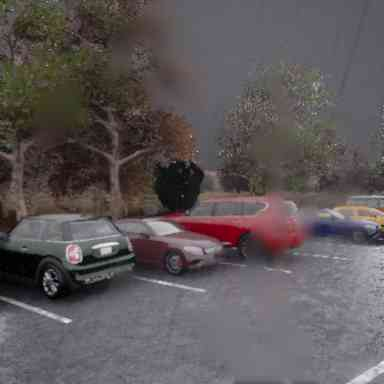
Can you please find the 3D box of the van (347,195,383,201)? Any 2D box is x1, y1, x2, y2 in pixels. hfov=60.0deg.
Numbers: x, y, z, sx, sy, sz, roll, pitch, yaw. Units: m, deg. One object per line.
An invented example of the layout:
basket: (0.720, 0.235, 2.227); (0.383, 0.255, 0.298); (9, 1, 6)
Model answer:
van: (11.108, 1.165, 18.633); (4.442, 1.987, 1.878); (-1, -1, 36)

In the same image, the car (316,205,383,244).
car: (6.095, 1.456, 15.367); (4.674, 1.452, 2.002); (-1, -1, 35)

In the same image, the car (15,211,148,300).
car: (-3.641, 1.348, 8.563); (4.553, 1.767, 2.185); (-1, 0, 35)

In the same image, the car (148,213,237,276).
car: (-1.233, 1.498, 10.299); (4.674, 1.452, 2.002); (-1, -1, 35)

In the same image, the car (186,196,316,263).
car: (1.173, 1.192, 12.011); (5.566, 2.045, 2.435); (-1, 0, 35)

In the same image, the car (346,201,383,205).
car: (8.703, 1.398, 16.929); (5.366, 1.575, 1.946); (-1, -1, 36)

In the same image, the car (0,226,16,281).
car: (-6.089, 1.492, 6.874); (4.892, 1.521, 2.231); (-1, -1, 34)
